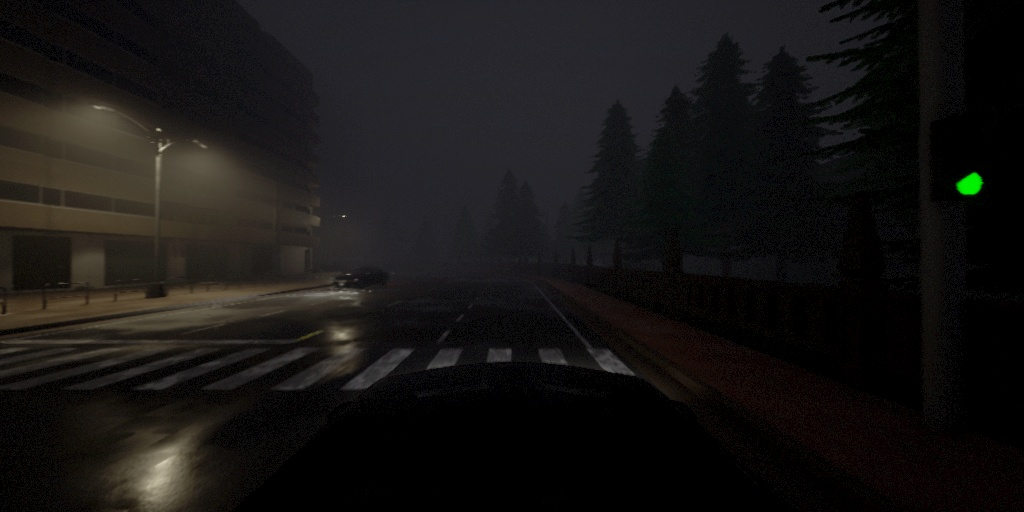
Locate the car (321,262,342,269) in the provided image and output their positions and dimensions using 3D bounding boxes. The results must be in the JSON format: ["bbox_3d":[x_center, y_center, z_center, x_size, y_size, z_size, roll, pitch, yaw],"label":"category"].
[{"bbox_3d":[-28.435,1.766,57.867,4.902,1.511,2.128,0,-1,22],"label":"car"}]

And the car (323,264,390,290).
[{"bbox_3d":[-10.323,1.503,24.884,2.128,1.511,4.902,0,0,8],"label":"car"}]
